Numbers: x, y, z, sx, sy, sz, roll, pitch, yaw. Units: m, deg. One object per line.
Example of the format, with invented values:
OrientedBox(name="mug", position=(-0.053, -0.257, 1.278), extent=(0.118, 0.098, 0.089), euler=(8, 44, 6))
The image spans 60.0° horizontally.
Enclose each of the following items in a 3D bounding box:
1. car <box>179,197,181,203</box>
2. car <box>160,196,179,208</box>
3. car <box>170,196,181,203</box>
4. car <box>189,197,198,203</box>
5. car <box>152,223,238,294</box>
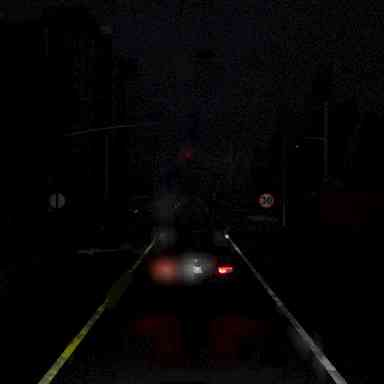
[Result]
OrientedBox(name="car", position=(-3.444, 1.601, 58.274), extent=(1.895, 1.301, 4.718), euler=(0, 0, 0))
OrientedBox(name="car", position=(-3.483, 1.492, 48.339), extent=(2.128, 1.511, 4.902), euler=(0, 0, 0))
OrientedBox(name="car", position=(-3.339, 1.547, 69.156), extent=(2.033, 1.411, 5.357), euler=(0, 0, 0))
OrientedBox(name="car", position=(0.262, 1.601, 69.680), extent=(1.895, 1.301, 4.718), euler=(0, 0, 0))
OrientedBox(name="car", position=(0.080, 1.547, 8.908), extent=(2.033, 1.411, 5.357), euler=(0, 0, 0))
